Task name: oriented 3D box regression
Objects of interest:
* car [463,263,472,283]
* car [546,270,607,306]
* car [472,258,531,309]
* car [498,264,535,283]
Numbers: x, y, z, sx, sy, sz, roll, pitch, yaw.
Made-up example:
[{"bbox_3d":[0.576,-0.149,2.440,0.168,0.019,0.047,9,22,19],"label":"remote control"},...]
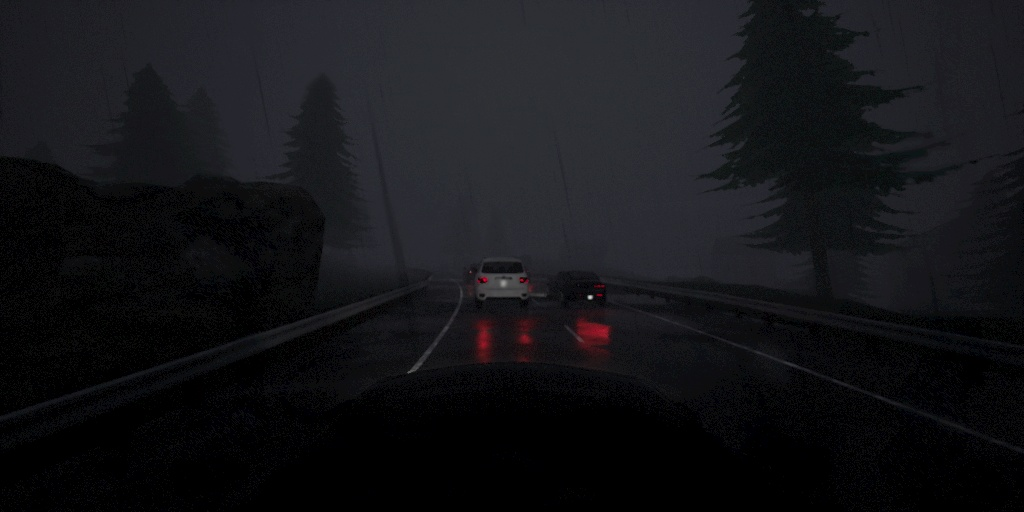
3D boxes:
[{"bbox_3d":[-3.059,1.375,31.154,2.097,1.767,4.553,0,-1,-13],"label":"car"},{"bbox_3d":[2.868,1.396,16.708,1.837,1.490,4.892,0,0,-6],"label":"car"},{"bbox_3d":[-0.579,1.100,16.080,2.150,2.045,5.566,0,0,-6],"label":"car"},{"bbox_3d":[0.303,1.525,32.132,2.128,1.511,4.902,0,0,-13],"label":"car"}]
